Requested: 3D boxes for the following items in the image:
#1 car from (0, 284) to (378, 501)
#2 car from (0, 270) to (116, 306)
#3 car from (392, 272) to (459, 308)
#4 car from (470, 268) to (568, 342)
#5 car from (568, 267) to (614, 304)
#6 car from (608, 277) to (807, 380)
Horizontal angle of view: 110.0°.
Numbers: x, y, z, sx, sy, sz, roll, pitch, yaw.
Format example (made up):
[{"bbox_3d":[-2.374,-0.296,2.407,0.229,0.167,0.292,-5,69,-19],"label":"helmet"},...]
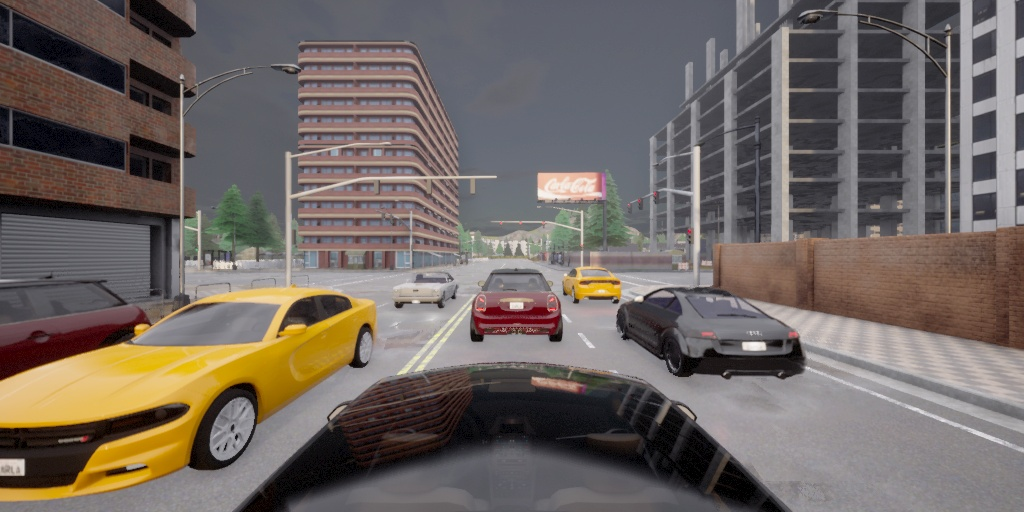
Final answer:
[{"bbox_3d":[-3.583,1.228,5.052,1.882,1.535,5.008,0,0,0],"label":"car"},{"bbox_3d":[-7.081,1.102,4.091,2.097,1.767,4.553,0,0,0],"label":"car"},{"bbox_3d":[-3.501,1.351,15.241,1.895,1.301,4.718,0,0,0],"label":"car"},{"bbox_3d":[0.100,1.102,9.943,2.097,1.767,4.553,0,0,0],"label":"car"},{"bbox_3d":[3.499,1.228,16.471,1.882,1.535,5.008,0,0,0],"label":"car"},{"bbox_3d":[3.599,1.314,7.337,1.994,1.385,4.181,0,0,0],"label":"car"}]
